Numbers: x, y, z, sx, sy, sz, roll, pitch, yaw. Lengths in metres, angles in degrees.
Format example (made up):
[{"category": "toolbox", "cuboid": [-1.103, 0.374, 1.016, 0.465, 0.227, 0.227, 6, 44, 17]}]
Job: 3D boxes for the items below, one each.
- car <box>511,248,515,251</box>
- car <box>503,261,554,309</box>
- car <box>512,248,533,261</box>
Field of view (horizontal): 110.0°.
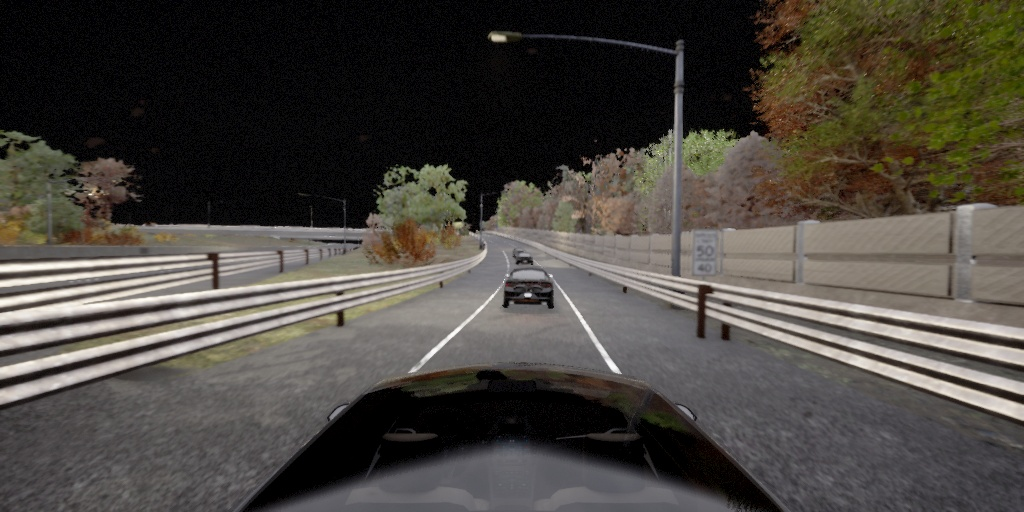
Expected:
[{"category": "car", "cuboid": [0.987, -0.484, 51.705, 1.837, 1.490, 4.892, 1, 5, -3]}, {"category": "car", "cuboid": [0.709, 1.193, 15.048, 1.882, 1.535, 5.008, 1, 1, 3]}, {"category": "car", "cuboid": [1.345, 0.273, 40.630, 1.882, 1.535, 5.008, 1, 3, -2]}]
